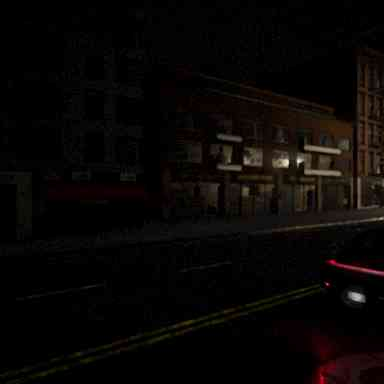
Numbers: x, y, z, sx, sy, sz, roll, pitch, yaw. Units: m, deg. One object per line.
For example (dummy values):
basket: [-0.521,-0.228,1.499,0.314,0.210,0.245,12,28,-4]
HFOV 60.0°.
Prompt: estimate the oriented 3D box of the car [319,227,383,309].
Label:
car: [4.594,1.445,6.729,4.902,1.511,2.128,0,0,-36]
